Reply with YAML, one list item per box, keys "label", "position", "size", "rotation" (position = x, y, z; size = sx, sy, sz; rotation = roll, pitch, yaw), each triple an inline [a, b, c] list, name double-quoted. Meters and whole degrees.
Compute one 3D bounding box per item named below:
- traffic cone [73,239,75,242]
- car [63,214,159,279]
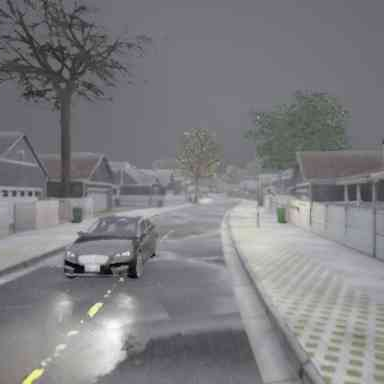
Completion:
- label: "traffic cone"
  position: [-4.114, 1.927, 11.627]
  size: [0.340, 0.580, 0.340]
  rotation: [0, 0, 3]
- label: "car"
  position: [-2.166, 1.467, 10.047]
  size: [2.128, 1.511, 4.902]
  rotation: [0, 0, 3]
